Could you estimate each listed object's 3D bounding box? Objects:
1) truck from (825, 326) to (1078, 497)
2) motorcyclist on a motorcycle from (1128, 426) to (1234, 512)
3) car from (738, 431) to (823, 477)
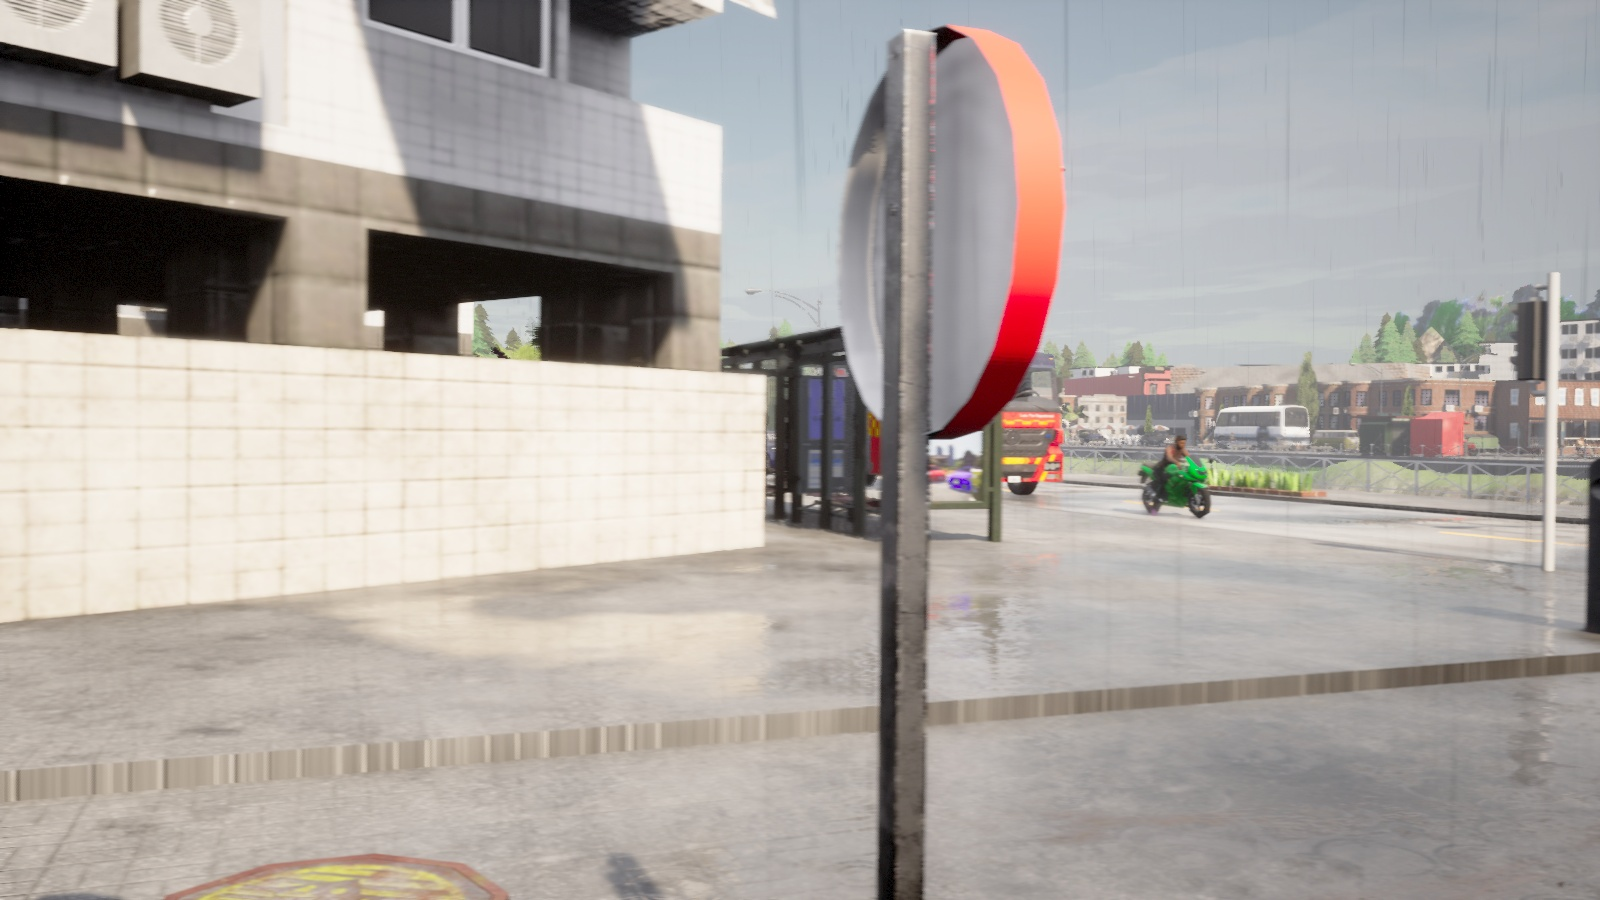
[{"bbox_3d":[3.592,-0.936,32.579,2.891,3.827,8.468,-1,1,-21],"label":"truck"},{"bbox_3d":[7.079,0.322,23.423,0.797,1.523,2.044,-1,1,-21],"label":"motorcyclist on a motorcycle"},{"bbox_3d":[-0.731,0.102,44.041,1.845,1.501,3.633,-1,1,-21],"label":"car"}]
